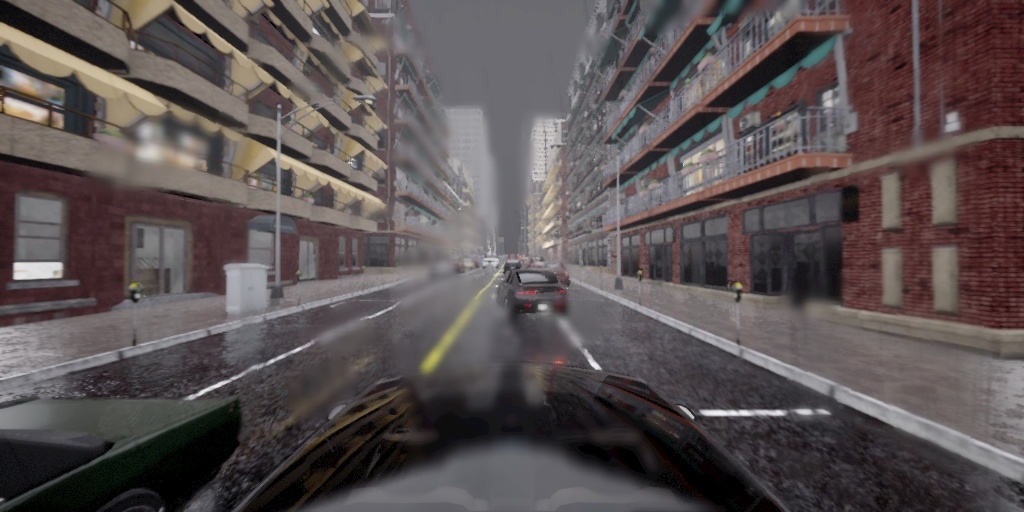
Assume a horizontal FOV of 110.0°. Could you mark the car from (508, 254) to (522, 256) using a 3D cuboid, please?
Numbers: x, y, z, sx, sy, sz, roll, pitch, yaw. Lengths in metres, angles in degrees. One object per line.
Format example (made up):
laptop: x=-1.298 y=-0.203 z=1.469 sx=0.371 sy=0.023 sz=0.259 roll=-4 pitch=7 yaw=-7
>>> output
car: x=0.095 y=0.675 z=61.065 sx=2.150 sy=2.045 sz=5.566 roll=0 pitch=0 yaw=0

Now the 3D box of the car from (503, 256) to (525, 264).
car: x=0.095 y=1.044 z=39.049 sx=1.882 sy=1.535 sz=5.008 roll=0 pitch=0 yaw=0

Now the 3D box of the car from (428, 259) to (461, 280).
car: x=-5.692 y=1.166 z=29.381 sx=2.007 sy=1.370 sz=4.403 roll=0 pitch=0 yaw=0

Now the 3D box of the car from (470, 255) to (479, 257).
car: x=-5.694 y=0.817 z=51.543 sx=2.192 sy=1.841 sz=5.009 roll=0 pitch=0 yaw=0

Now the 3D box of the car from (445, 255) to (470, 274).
car: x=-5.693 y=0.902 z=34.922 sx=2.192 sy=1.841 sz=5.009 roll=0 pitch=0 yaw=0

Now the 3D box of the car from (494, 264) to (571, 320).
car: x=0.587 y=1.202 z=12.406 sx=1.837 sy=1.490 sz=4.892 roll=0 pitch=0 yaw=-7

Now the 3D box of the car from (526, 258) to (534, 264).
car: x=2.689 y=1.132 z=34.976 sx=1.888 sy=1.381 sz=4.507 roll=0 pitch=0 yaw=0

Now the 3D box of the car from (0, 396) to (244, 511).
car: x=-3.100 y=1.356 z=0.639 sx=1.895 sy=1.301 sz=4.718 roll=0 pitch=0 yaw=0

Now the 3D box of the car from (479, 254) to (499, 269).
car: x=-3.013 y=0.729 z=51.230 sx=2.150 sy=2.045 sz=5.566 roll=0 pitch=0 yaw=0

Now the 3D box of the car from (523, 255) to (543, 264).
car: x=2.688 y=0.873 z=40.515 sx=2.192 sy=1.841 sz=5.009 roll=0 pitch=0 yaw=0

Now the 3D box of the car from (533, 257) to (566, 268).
car: x=2.690 y=1.082 z=23.894 sx=1.967 sy=1.591 sz=4.097 roll=0 pitch=0 yaw=0

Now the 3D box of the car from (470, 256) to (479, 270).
car: x=-5.694 y=1.056 z=45.833 sx=1.751 sy=1.417 sz=4.829 roll=0 pitch=0 yaw=0
